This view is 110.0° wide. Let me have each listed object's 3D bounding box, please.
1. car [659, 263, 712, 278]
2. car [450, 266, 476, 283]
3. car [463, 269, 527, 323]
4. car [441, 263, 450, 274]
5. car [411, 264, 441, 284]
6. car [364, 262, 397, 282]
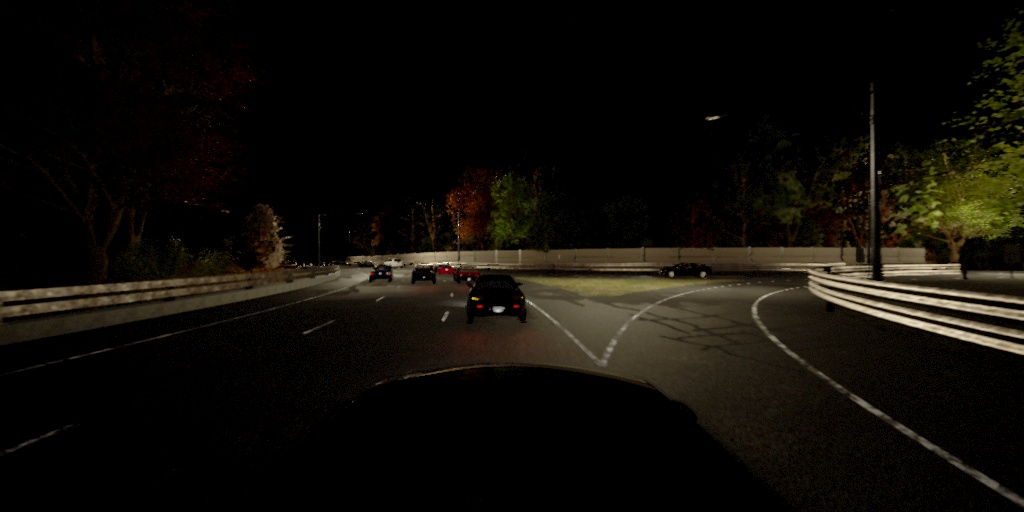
[{"bbox_3d":[17.338,1.425,36.027,4.892,1.490,1.837,0,0,9],"label":"car"},{"bbox_3d":[-3.863,1.535,30.122,1.895,1.301,4.718,0,0,-14],"label":"car"},{"bbox_3d":[-0.597,1.341,12.375,1.812,1.442,4.674,0,0,-5],"label":"car"},{"bbox_3d":[-8.418,1.599,43.976,1.994,1.385,4.181,0,0,-22],"label":"car"},{"bbox_3d":[-7.248,1.436,29.585,2.128,1.511,4.902,0,0,-13],"label":"car"},{"bbox_3d":[-11.561,1.523,31.895,2.033,1.411,5.357,0,0,-17],"label":"car"}]
